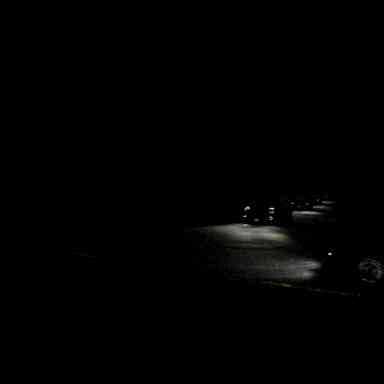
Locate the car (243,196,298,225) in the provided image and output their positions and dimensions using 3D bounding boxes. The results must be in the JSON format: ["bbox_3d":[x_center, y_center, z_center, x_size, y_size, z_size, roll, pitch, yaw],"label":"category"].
[{"bbox_3d":[5.022,1.063,21.573,2.097,1.767,4.553,1,1,32],"label":"car"}]

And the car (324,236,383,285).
[{"bbox_3d":[5.968,1.466,7.626,5.357,1.411,2.033,1,1,29],"label":"car"}]

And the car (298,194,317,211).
[{"bbox_3d":[11.418,1.126,34.331,1.812,1.442,4.674,1,1,25],"label":"car"}]

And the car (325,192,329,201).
[{"bbox_3d":[23.488,0.766,59.864,2.097,1.767,4.553,1,1,25],"label":"car"}]

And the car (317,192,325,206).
[{"bbox_3d":[16.573,0.979,45.284,1.882,1.535,5.008,1,1,26],"label":"car"}]
